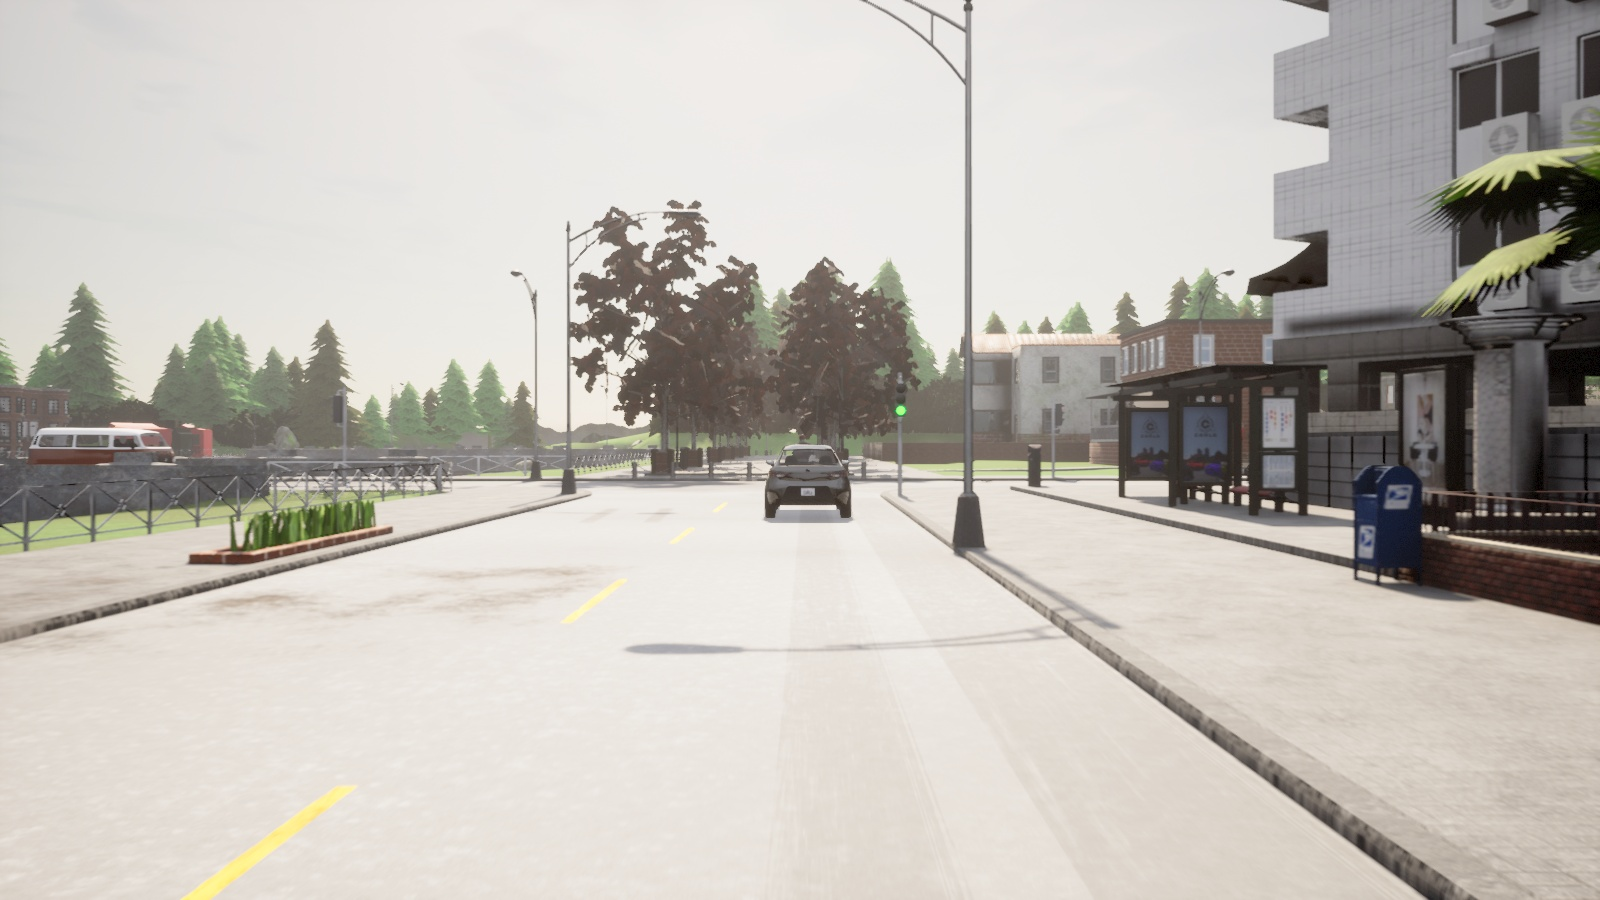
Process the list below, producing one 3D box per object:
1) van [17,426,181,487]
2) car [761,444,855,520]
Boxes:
[{"bbox_3d":[-23.925,0.208,42.978,4.480,2.038,2.069,0,0,0],"label":"van"},{"bbox_3d":[0.168,0.611,26.551,1.816,1.474,4.193,0,0,0],"label":"car"}]
